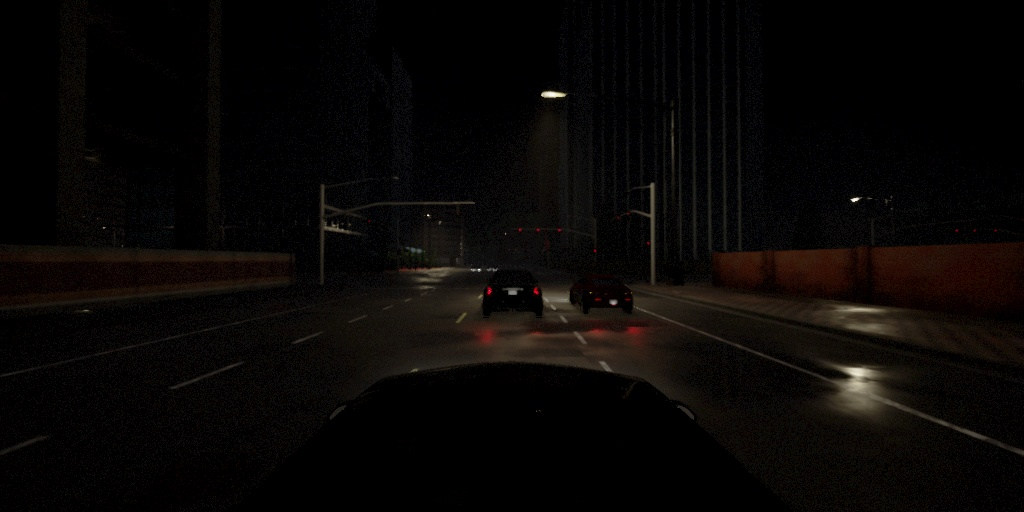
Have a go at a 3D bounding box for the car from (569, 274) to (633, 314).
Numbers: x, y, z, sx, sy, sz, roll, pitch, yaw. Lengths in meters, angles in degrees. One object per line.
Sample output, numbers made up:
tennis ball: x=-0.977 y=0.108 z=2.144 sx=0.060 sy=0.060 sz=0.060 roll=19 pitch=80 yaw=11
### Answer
car: x=3.545 y=1.457 z=14.776 sx=1.812 sy=1.442 sz=4.674 roll=0 pitch=-1 yaw=0

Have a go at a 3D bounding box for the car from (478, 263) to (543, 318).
car: x=0.041 y=1.273 z=14.073 sx=2.097 sy=1.767 sz=4.553 roll=0 pitch=-1 yaw=0
